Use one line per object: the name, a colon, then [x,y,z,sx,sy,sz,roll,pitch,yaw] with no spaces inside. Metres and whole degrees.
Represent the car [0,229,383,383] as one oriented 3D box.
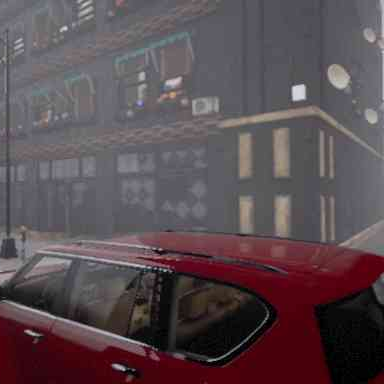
car: [-0.600,1.318,3.318,5.009,1.841,2.192,0,-1,36]
